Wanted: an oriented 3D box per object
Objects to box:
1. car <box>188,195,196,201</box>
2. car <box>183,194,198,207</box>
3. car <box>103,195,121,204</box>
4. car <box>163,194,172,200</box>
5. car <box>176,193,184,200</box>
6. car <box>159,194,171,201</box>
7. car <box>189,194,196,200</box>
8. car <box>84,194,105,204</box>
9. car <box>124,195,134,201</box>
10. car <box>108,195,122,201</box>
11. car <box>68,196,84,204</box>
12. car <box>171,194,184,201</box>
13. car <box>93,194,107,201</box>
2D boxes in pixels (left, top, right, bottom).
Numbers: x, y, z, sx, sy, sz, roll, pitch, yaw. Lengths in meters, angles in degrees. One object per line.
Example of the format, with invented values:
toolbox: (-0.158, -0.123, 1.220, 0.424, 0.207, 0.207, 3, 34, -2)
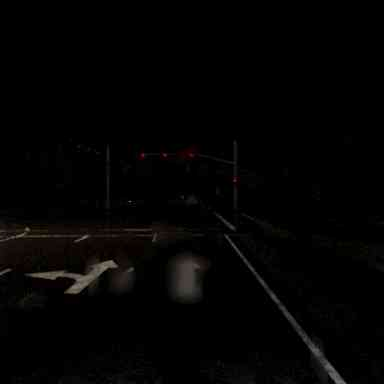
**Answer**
car: (-0.006, 1.485, 82.322, 1.812, 1.442, 4.674, 0, 0, 1)
car: (-0.030, 1.503, 51.305, 1.812, 1.442, 4.674, 0, 0, 0)
car: (-15.048, 1.572, 63.419, 1.895, 1.301, 4.718, 0, 0, 0)
car: (-6.793, 1.424, 92.682, 1.812, 1.442, 4.674, 0, 0, 1)
car: (-3.295, 1.255, 92.562, 2.097, 1.767, 4.553, 0, 0, 1)
car: (-7.007, 1.500, 82.322, 2.033, 1.411, 5.357, 0, 0, 1)
car: (0.204, 1.378, 92.502, 1.882, 1.535, 5.008, 0, 0, 1)
car: (-18.546, 1.449, 63.781, 1.882, 1.535, 5.008, 0, 0, 0)
car: (-15.029, 1.486, 79.716, 2.128, 1.511, 4.902, 0, 0, 0)
car: (-18.527, 1.497, 79.907, 2.033, 1.411, 5.357, 0, 0, 0)
car: (-22.040, 1.515, 63.726, 2.033, 1.411, 5.357, 0, 0, 0)
car: (-3.503, 1.514, 82.734, 1.994, 1.385, 4.181, 0, 0, 1)
car: (-22.027, 1.312, 79.905, 2.097, 1.767, 4.553, 0, 0, 0)
